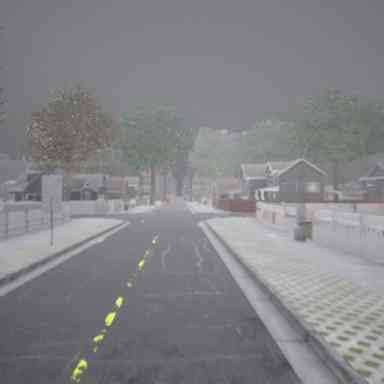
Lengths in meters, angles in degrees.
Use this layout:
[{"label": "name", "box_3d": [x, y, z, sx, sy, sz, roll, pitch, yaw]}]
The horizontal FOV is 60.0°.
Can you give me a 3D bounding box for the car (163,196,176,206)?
[{"label": "car", "box_3d": [-5.209, 2.161, 73.938, 2.097, 1.767, 4.553, 0, -1, -2]}]
